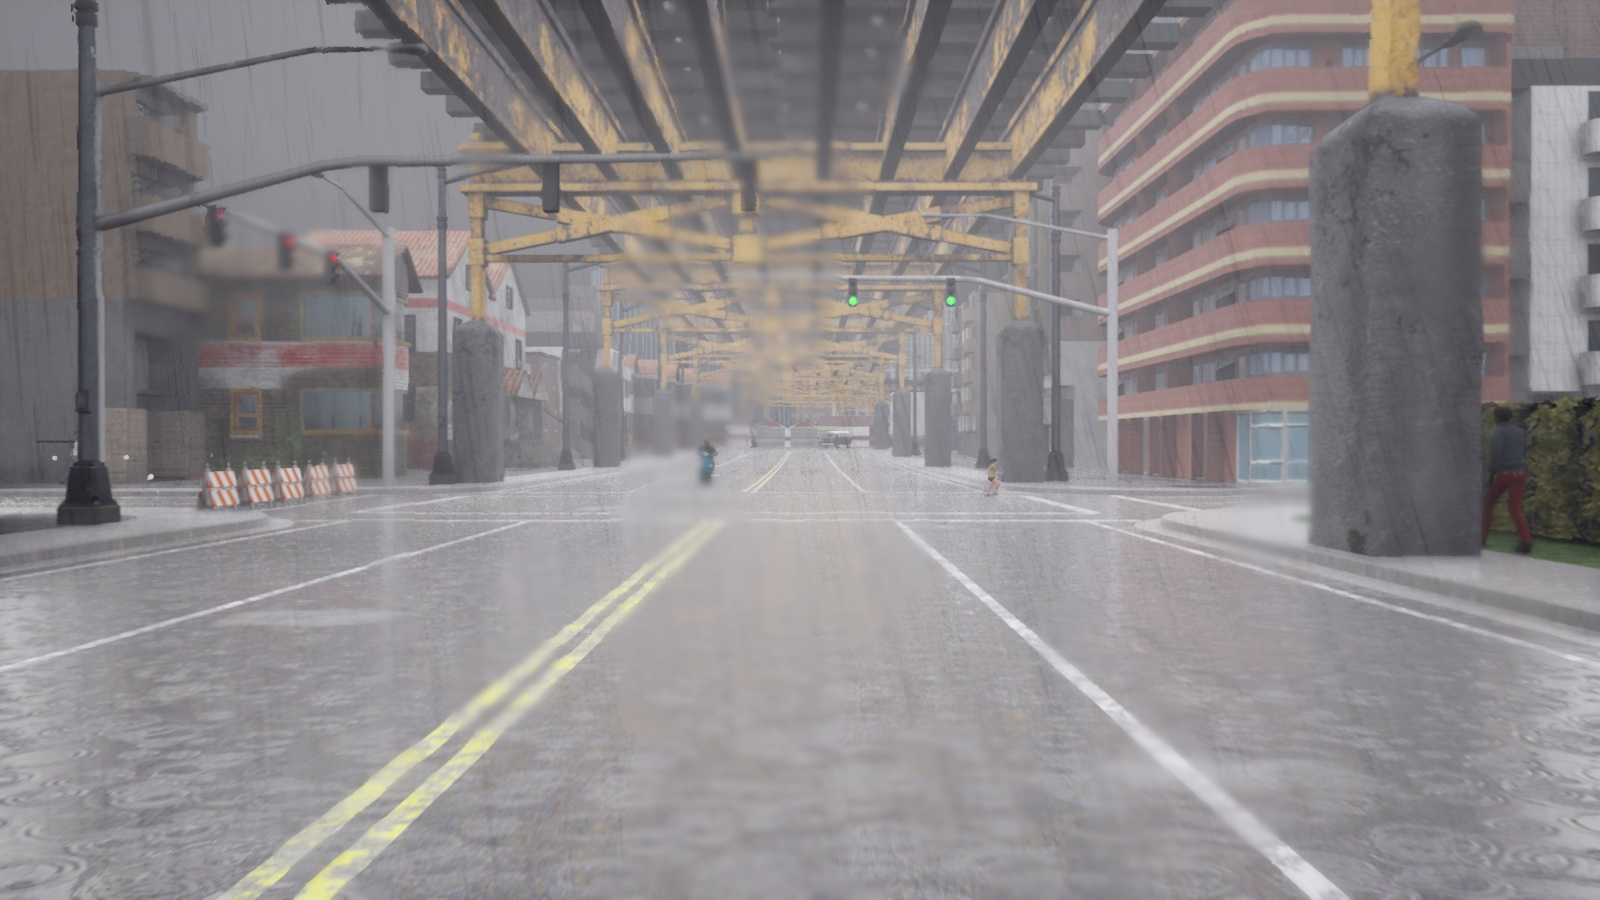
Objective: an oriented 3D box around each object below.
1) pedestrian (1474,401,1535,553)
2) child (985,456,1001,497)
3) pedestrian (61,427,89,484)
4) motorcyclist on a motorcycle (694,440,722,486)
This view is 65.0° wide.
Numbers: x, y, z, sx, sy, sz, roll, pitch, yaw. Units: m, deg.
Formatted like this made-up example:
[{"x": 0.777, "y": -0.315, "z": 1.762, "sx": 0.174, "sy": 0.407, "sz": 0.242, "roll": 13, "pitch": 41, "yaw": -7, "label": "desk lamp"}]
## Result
[{"x": 8.758, "y": 0.331, "z": 15.627, "sx": 0.353, "sy": 1.847, "sz": 0.614, "roll": 0, "pitch": 0, "yaw": -8, "label": "pedestrian"}, {"x": 5.325, "y": 0.732, "z": 34.606, "sx": 0.394, "sy": 1.110, "sz": 0.255, "roll": 0, "pitch": 0, "yaw": 15, "label": "child"}, {"x": -23.489, "y": 0.163, "z": 40.692, "sx": 0.706, "sy": 1.836, "sz": 0.354, "roll": 0, "pitch": 0, "yaw": -12, "label": "pedestrian"}, {"x": -3.237, "y": 0.448, "z": 44.263, "sx": 0.866, "sy": 1.590, "sz": 1.817, "roll": 0, "pitch": 0, "yaw": 0, "label": "motorcyclist on a motorcycle"}]
